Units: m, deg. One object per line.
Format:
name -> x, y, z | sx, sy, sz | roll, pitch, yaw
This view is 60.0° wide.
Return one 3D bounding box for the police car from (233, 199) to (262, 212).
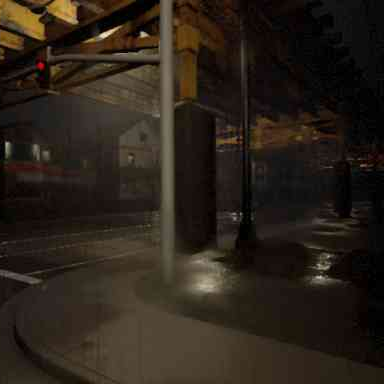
police car -> 6.806, 1.642, 40.772 | 2.038, 1.542, 4.974 | -1, 0, 35
